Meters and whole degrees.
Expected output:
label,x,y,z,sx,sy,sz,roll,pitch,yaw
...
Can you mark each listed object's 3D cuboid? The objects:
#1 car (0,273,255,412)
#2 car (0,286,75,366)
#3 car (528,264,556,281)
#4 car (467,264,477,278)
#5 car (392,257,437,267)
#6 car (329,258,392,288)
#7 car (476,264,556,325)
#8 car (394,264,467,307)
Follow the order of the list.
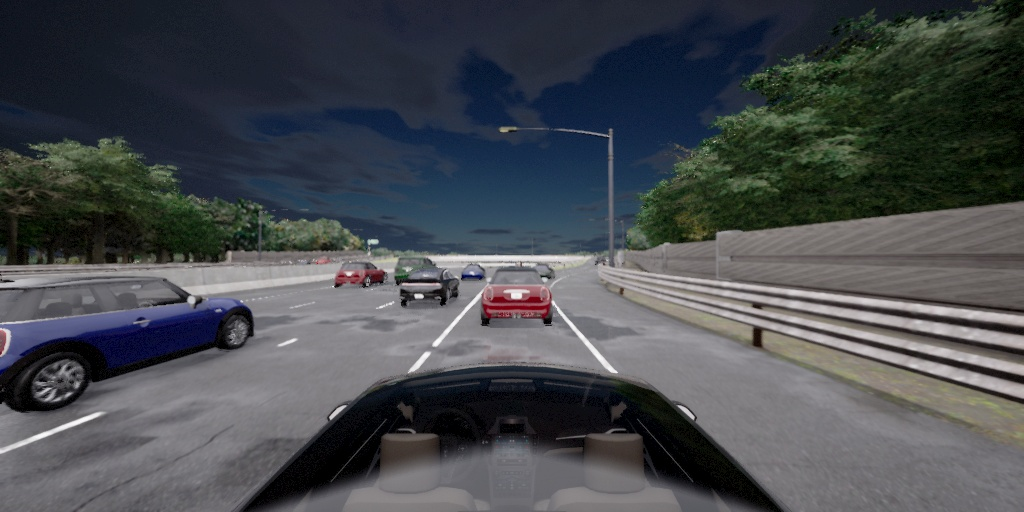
label,x,y,z,sx,sy,sz,roll,pitch,yaw
car,-6.899,1.122,6.267,2.097,1.767,4.553,0,0,0
car,-10.399,1.330,5.622,1.994,1.385,4.181,0,0,0
car,2.804,1.454,32.782,1.994,1.385,4.181,0,0,13
car,-3.495,1.456,33.128,1.994,1.385,4.181,0,0,0
car,-6.897,1.079,26.328,2.150,2.045,5.566,0,0,0
car,-10.397,1.203,25.012,2.097,1.767,4.553,0,0,0
car,0.168,1.146,12.165,2.097,1.767,4.553,0,0,1
car,-3.497,1.303,15.922,2.128,1.511,4.902,0,0,0
